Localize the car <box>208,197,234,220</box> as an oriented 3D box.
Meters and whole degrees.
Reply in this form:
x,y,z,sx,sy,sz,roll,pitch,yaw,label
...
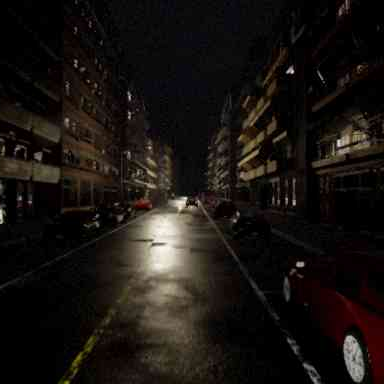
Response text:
x,y,z,sx,sy,sz,roll,pitch,yaw,label
2.693,1.439,27.761,1.967,1.590,4.097,1,0,0,car

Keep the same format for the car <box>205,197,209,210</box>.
x,y,z,sx,sy,sz,roll,pitch,yaw,label
2.689,1.550,33.422,2.008,1.369,4.403,1,0,0,car

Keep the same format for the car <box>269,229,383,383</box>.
x,y,z,sx,sy,sz,roll,pitch,yaw,label
2.700,1.545,5.114,1.887,1.381,4.507,1,0,0,car

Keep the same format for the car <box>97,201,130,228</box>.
x,y,z,sx,sy,sz,roll,pitch,yaw,label
-5.685,1.438,22.137,1.967,1.590,4.097,1,0,0,car

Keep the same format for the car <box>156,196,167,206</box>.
x,y,z,sx,sy,sz,roll,pitch,yaw,label
-5.699,1.547,56.108,1.887,1.381,4.507,1,0,0,car

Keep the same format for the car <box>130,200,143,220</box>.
x,y,z,sx,sy,sz,roll,pitch,yaw,label
-5.689,1.549,27.798,2.008,1.369,4.403,1,0,0,car

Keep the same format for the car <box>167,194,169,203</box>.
x,y,z,sx,sy,sz,roll,pitch,yaw,label
-5.700,1.528,61.598,1.752,1.417,4.829,1,0,0,car

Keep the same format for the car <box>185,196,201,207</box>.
x,y,z,sx,sy,sz,roll,pitch,yaw,label
-0.018,1.602,50.115,1.895,1.301,4.718,0,0,0,car

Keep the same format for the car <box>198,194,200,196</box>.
x,y,z,sx,sy,sz,roll,pitch,yaw,label
-0.022,1.507,60.317,1.837,1.490,4.892,0,0,0,car

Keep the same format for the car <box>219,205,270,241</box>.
x,y,z,sx,sy,sz,roll,pitch,yaw,label
2.695,1.550,16.438,2.008,1.369,4.403,1,0,0,car

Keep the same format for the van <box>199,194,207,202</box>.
x,y,z,sx,sy,sz,roll,pitch,yaw,label
2.676,1.349,78.716,1.690,1.788,3.998,1,0,0,van

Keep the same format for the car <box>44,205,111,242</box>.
x,y,z,sx,sy,sz,roll,pitch,yaw,label
-5.685,1.564,16.475,1.947,1.339,4.313,1,0,0,car

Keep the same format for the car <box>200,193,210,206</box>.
x,y,z,sx,sy,sz,roll,pitch,yaw,label
2.683,1.442,56.070,1.967,1.590,4.097,1,0,0,car

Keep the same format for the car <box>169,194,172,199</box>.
x,y,z,sx,sy,sz,roll,pitch,yaw,label
-5.703,1.529,67.260,1.752,1.417,4.829,1,0,0,car

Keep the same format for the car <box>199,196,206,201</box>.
x,y,z,sx,sy,sz,roll,pitch,yaw,label
2.670,1.592,84.378,1.802,1.307,4.206,1,0,0,car

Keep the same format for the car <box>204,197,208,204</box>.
x,y,z,sx,sy,sz,roll,pitch,yaw,label
2.687,1.582,39.084,1.802,1.307,4.206,1,0,0,car

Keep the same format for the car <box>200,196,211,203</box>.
x,y,z,sx,sy,sz,roll,pitch,yaw,label
2.677,1.555,67.393,2.008,1.369,4.403,1,0,0,car

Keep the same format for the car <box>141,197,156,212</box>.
x,y,z,sx,sy,sz,roll,pitch,yaw,label
-5.693,1.545,39.122,1.887,1.381,4.507,1,0,0,car

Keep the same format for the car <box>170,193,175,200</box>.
x,y,z,sx,sy,sz,roll,pitch,yaw,label
-5.708,1.328,90.077,2.192,1.841,5.009,1,0,0,car
